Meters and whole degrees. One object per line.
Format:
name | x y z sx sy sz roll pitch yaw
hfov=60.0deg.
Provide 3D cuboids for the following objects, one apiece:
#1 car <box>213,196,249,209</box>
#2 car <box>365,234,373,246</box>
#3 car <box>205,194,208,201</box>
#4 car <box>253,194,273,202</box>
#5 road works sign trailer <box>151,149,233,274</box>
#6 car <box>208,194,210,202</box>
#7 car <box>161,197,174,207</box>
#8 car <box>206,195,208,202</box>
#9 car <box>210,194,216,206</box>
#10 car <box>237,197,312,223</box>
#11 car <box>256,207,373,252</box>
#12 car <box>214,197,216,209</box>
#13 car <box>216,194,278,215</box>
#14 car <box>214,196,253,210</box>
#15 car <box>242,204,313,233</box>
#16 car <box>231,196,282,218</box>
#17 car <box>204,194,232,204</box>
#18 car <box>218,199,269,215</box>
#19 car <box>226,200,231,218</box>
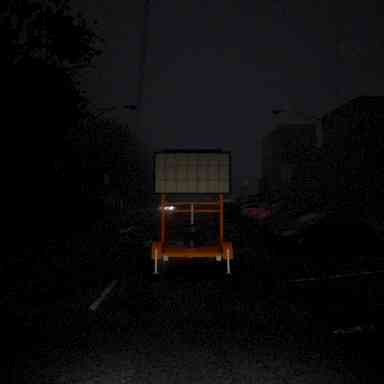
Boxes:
car | 5.439 1.424 46.820 4.553 1.767 2.185 1 0 -20
car | 5.314 1.487 4.800 4.892 1.521 2.231 1 0 -20
car | 5.347 1.613 64.784 5.366 1.575 1.946 1 0 -20
car | 18.548 1.463 86.843 2.435 2.045 5.566 0 0 -21
road works sign trailer | 0.009 0.465 10.529 2.380 3.560 2.880 0 0 0
car | 5.528 1.447 52.837 4.553 1.767 2.185 1 0 -20
car | -3.907 1.580 53.489 2.128 1.511 4.902 0 0 0
car | 5.497 1.583 55.839 5.008 1.535 2.097 1 -1 -20
car | 5.405 1.271 37.805 5.566 2.045 2.435 1 0 -20
car | 5.375 1.366 19.812 4.553 1.767 2.185 1 0 -20
car | 5.325 1.528 13.800 4.674 1.452 2.002 1 0 -20
car | 5.223 1.503 31.746 5.366 1.575 1.946 1 0 -20
car | 5.373 1.252 28.788 5.566 2.045 2.435 1 0 -20
car | 5.425 1.414 43.819 4.553 1.767 2.185 1 0 -20
car | 5.304 1.518 16.792 4.792 1.488 2.163 1 0 -20
car | 5.388 1.369 22.813 4.553 1.767 2.185 1 0 -20
car | 5.549 1.391 70.877 5.566 2.045 2.435 1 0 -20
car | 5.384 1.545 34.803 4.792 1.488 2.163 1 0 -20
car | 5.365 1.538 25.810 4.674 1.452 2.002 1 0 -20
